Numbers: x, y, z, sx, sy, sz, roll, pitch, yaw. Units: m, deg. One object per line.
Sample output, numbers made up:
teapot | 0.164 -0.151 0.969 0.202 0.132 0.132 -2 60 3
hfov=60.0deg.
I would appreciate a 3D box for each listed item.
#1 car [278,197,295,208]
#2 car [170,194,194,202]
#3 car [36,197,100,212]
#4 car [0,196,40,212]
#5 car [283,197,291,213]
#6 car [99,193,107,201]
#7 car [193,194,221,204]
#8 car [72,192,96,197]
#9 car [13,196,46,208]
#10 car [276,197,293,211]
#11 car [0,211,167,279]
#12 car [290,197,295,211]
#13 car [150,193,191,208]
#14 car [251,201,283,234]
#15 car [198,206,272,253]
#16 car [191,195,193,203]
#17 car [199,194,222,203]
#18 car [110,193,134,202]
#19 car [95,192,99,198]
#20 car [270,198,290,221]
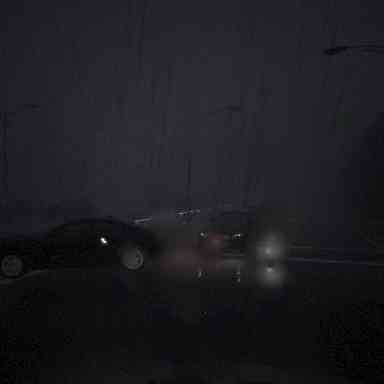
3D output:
car | 13.624 1.469 47.636 2.128 1.511 4.902 0 0 19
car | -1.984 1.258 68.667 4.514 1.523 2.007 0 0 19
car | -8.991 1.356 24.197 3.633 1.501 1.845 0 0 19
car | -15.061 1.356 29.403 3.806 1.475 1.970 0 0 19
car | 7.803 1.487 30.475 1.837 1.490 4.892 0 0 19
car | -20.090 1.015 70.948 3.866 1.878 1.905 0 0 19
car | 1.760 1.126 56.753 5.027 1.636 2.152 0 0 19
car | -18.369 1.249 53.741 4.514 1.523 2.007 0 0 19
car | -21.619 1.274 44.291 3.633 1.501 1.845 0 0 19
car | 11.734 1.484 42.063 1.837 1.490 4.892 0 0 19
car | -3.264 1.475 9.850 5.008 1.535 1.882 0 0 -15
car | 9.852 1.544 36.510 1.994 1.385 4.181 0 0 19
car | -2.892 1.075 41.752 4.605 1.855 1.932 0 0 19
car | 3.997 1.490 19.271 1.837 1.490 4.892 0 0 19
car | 1.841 1.514 13.866 1.812 1.442 4.674 0 0 25
car | -2.349 1.053 44.636 3.866 1.878 1.905 0 0 19
car | 3.515 1.203 62.934 3.806 1.475 1.970 0 0 19
car | -13.694 1.046 65.309 4.605 1.855 1.932 0 0 19
car | -21.737 1.299 67.996 3.806 1.475 1.970 0 0 19
car | 5.916 1.475 24.914 2.128 1.511 4.902 0 0 19
